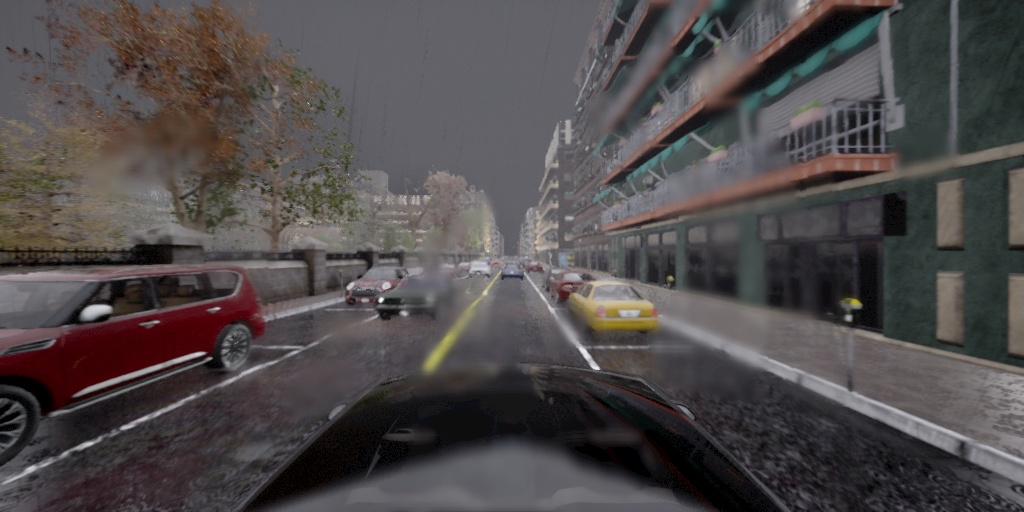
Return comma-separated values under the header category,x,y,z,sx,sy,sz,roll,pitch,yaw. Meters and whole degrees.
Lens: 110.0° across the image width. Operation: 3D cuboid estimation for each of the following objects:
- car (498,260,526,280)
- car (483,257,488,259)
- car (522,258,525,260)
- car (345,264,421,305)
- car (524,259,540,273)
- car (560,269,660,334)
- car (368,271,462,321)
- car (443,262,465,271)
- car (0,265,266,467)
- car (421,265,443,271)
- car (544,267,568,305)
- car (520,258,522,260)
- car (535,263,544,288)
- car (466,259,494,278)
category,x,y,z,sx,sy,sz,roll,pitch,yaw
car,0.059,1.338,31.976,1.994,1.385,4.181,0,0,2
car,-5.674,1.356,60.178,2.007,1.370,4.403,0,0,0
car,2.703,1.337,49.106,1.888,1.381,4.507,0,0,0
car,-5.686,1.200,15.896,1.967,1.591,4.097,0,0,0
car,2.702,1.331,43.571,1.888,1.381,4.507,0,0,0
car,2.693,1.281,10.530,1.751,1.417,4.829,0,0,0
car,-3.097,1.358,12.596,1.895,1.301,4.718,0,0,0
car,-5.682,1.356,32.502,1.802,1.307,4.207,0,0,0
car,-5.689,1.067,4.826,2.192,1.841,5.009,0,0,0
car,-5.685,1.310,21.432,1.888,1.381,4.507,0,0,0
car,2.694,1.305,15.894,1.888,1.381,4.507,0,0,0
car,2.706,1.372,60.176,1.948,1.339,4.313,0,0,0
car,2.695,1.315,21.430,2.007,1.370,4.403,0,0,0
car,-2.994,1.304,34.421,1.812,1.442,4.674,0,0,0
